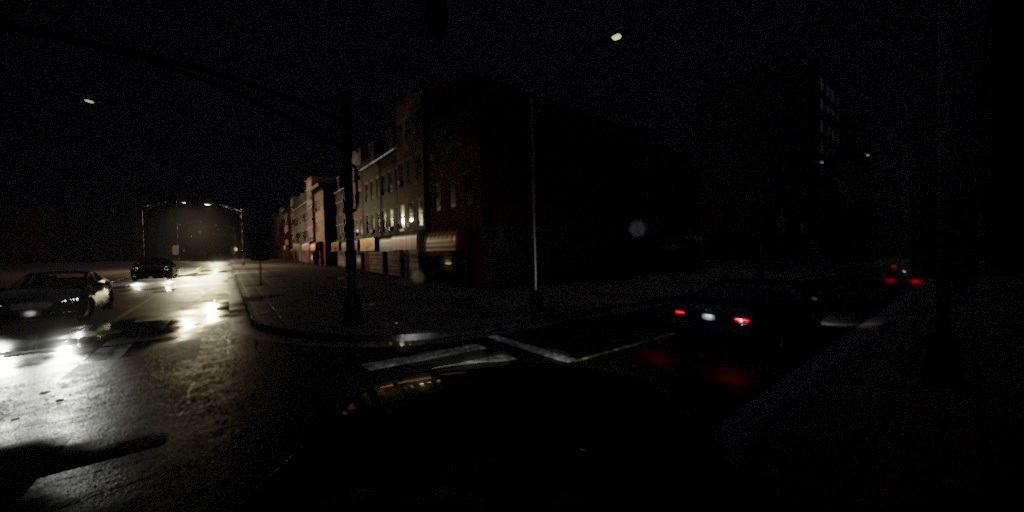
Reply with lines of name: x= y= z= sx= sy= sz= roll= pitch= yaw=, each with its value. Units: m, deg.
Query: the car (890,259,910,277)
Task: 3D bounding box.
car: x=32.339 y=0.981 z=29.034 sx=4.674 sy=1.442 sz=1.812 roll=0 pitch=0 yaw=-33

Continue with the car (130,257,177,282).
car: x=-26.679 y=0.886 z=26.825 sx=2.097 sy=1.767 sz=4.553 roll=-2 pitch=2 yaw=-38

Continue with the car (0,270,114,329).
car: x=-14.463 y=1.239 z=11.461 sx=2.128 sy=1.511 sz=4.902 roll=-2 pitch=2 yaw=-40

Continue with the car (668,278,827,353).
car: x=5.925 y=1.258 z=8.771 sx=5.357 sy=1.411 sz=2.033 roll=-1 pitch=0 yaw=-38
